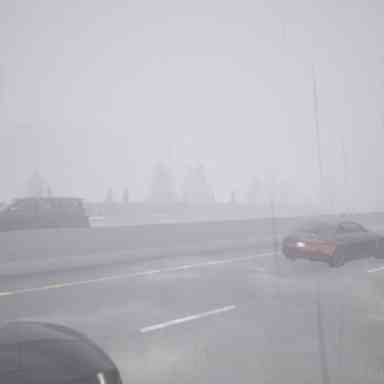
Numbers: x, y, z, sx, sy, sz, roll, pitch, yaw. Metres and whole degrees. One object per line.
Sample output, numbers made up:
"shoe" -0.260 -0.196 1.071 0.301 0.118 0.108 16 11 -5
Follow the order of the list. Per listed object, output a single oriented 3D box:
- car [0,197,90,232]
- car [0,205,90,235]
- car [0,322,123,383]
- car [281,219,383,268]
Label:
"car" -7.684 1.243 15.708 5.566 2.045 2.150 1 0 -35
"car" -8.543 1.558 19.394 4.674 1.442 1.812 1 0 -35
"car" -2.762 1.494 1.778 4.892 1.490 1.837 1 0 -35
"car" 5.074 1.647 11.665 4.181 1.385 1.994 0 0 -36
